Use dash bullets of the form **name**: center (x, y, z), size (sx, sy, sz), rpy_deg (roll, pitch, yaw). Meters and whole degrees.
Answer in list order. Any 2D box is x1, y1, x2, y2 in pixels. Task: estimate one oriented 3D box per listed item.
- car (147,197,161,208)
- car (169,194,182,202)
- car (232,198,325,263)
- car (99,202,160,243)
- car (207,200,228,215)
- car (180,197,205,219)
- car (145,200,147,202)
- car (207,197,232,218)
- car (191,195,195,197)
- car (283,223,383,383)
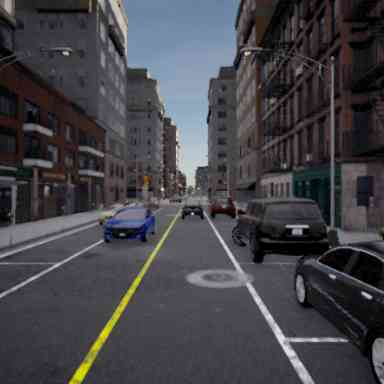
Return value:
- **car**: center (-5.403, 1.452, 45.911), size (1.967, 1.590, 4.097), rpy_deg (0, 0, 0)
- **car**: center (-2.769, 1.102, 57.438), size (2.097, 1.767, 4.553), rpy_deg (0, 0, 0)
- **car**: center (2.978, 1.219, 12.086), size (2.150, 2.045, 5.566), rpy_deg (0, 0, 0)
- **car**: center (-2.855, 1.474, 16.153), size (1.882, 1.535, 5.008), rpy_deg (0, 0, 0)
- **car**: center (2.626, 1.567, 35.004), size (1.947, 1.339, 4.313), rpy_deg (0, 0, 0)
- **car**: center (0.062, 1.505, 29.404), size (1.837, 1.490, 4.892), rpy_deg (0, 1, 0)
- **car**: center (-5.397, 1.580, 29.551), size (1.802, 1.307, 4.206), rpy_deg (0, 0, 0)
- **car**: center (2.627, 1.313, 29.550), size (2.192, 1.841, 5.009), rpy_deg (0, 0, 0)
- **car**: center (0.066, 1.488, 45.198), size (1.882, 1.535, 5.008), rpy_deg (0, 0, 0)
- **car**: center (3.019, 1.503, 5.056), size (1.837, 1.490, 4.892), rpy_deg (0, 0, 0)
